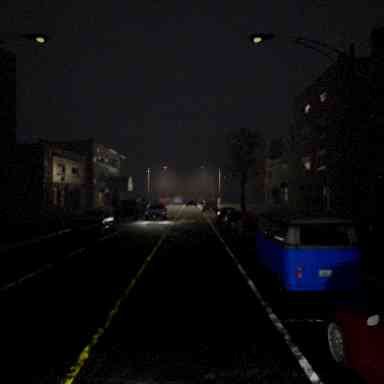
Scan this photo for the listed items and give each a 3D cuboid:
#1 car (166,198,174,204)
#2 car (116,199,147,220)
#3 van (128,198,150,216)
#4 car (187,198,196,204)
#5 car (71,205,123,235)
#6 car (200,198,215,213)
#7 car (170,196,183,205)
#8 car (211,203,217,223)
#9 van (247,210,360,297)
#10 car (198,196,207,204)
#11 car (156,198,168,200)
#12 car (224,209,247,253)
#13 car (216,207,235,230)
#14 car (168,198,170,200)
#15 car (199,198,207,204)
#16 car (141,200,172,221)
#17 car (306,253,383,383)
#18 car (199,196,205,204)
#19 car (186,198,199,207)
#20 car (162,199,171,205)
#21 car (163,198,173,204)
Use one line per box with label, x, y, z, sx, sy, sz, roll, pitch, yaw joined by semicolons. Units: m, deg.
car;-5.792;2.264;86.189;1.802;1.307;4.206;-1;0;0
car;-5.730;1.561;30.709;2.192;1.841;5.009;-1;0;0
van;-5.737;1.631;36.257;1.690;1.788;3.998;-1;0;0
car;-0.090;2.143;78.476;1.895;1.301;4.718;0;0;0
car;-5.715;1.709;19.611;2.008;1.369;4.403;-1;0;0
car;2.302;1.868;43.094;1.812;1.442;4.674;0;0;0
car;-3.083;1.789;71.623;2.150;2.045;5.566;0;0;0
car;2.659;1.783;25.170;1.802;1.307;4.206;-1;0;0
van;2.675;1.410;8.528;1.690;1.788;3.998;-1;0;0
car;2.586;1.996;86.203;2.192;1.841;5.009;-1;0;0
car;-5.761;1.905;58.449;1.967;1.590;4.097;-1;0;0
car;2.671;1.657;14.074;1.887;1.381;4.507;-1;0;0
car;2.665;1.739;19.622;1.802;1.307;4.206;-1;0;0
car;-5.766;2.053;63.996;1.887;1.381;4.507;-1;0;0
car;2.595;2.165;80.822;1.752;1.417;4.829;-1;0;0
car;-3.132;1.765;30.000;1.812;1.442;4.674;0;0;0
car;2.685;1.607;2.978;1.802;1.307;4.206;-1;0;0
car;2.601;2.160;75.104;1.947;1.339;4.313;-1;0;0
car;-0.072;2.016;61.749;1.812;1.442;4.674;0;0;0
car;-5.779;2.177;75.092;1.802;1.307;4.206;-1;0;0
car;-5.786;2.190;80.640;2.008;1.369;4.403;-1;0;0
